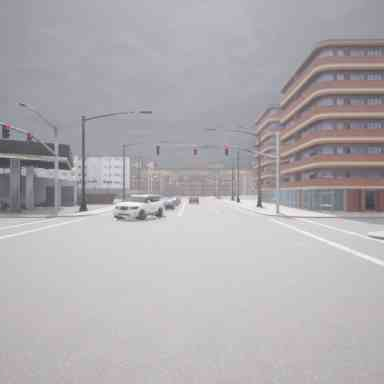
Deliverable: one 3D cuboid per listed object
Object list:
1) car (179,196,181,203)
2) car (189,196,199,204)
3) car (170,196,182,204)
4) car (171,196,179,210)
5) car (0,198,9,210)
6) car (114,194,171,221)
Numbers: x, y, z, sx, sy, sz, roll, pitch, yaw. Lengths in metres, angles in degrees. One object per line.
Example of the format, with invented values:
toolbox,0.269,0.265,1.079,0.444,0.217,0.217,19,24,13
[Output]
car,-3.131,1.547,55.049,2.033,1.411,5.357,0,0,0
car,0.344,1.491,63.768,2.128,1.511,4.902,0,0,0
car,-3.186,1.492,67.267,2.128,1.511,4.902,0,0,0
car,-3.099,1.547,42.375,2.033,1.411,5.357,0,0,0
car,-23.944,1.456,39.459,3.806,1.475,1.970,0,0,1
car,-4.185,1.224,27.733,2.150,2.045,5.566,1,0,21
